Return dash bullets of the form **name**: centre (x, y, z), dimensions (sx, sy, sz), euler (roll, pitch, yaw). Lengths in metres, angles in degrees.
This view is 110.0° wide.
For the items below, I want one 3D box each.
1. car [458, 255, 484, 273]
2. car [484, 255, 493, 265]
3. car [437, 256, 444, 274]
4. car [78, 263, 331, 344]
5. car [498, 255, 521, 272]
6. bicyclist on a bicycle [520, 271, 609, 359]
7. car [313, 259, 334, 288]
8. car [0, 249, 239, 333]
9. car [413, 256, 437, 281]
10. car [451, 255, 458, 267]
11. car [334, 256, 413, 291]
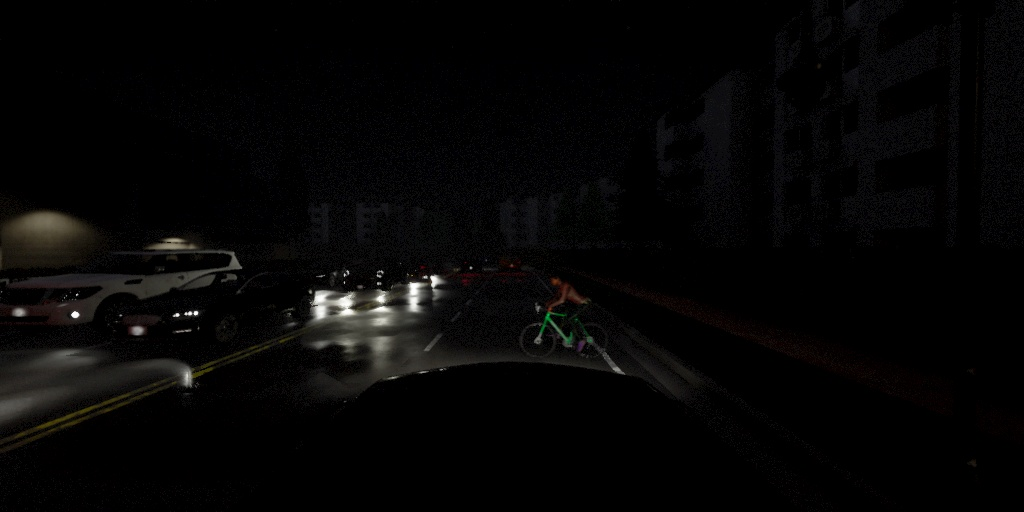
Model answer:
- **car**: centre (-3.686, 0.716, 32.925), dimensions (1.837, 1.490, 4.892), euler (0, 1, -5)
- **car**: centre (-4.121, 0.504, 48.589), dimensions (1.994, 1.385, 4.181), euler (0, 1, -22)
- **car**: centre (-7.070, 0.732, 31.040), dimensions (2.128, 1.511, 4.902), euler (0, 1, -3)
- **car**: centre (-7.058, 1.108, 9.214), dimensions (2.128, 1.511, 4.902), euler (0, 1, 0)
- **car**: centre (-0.291, 0.662, 34.576), dimensions (1.882, 1.535, 5.008), euler (0, 1, -6)
- **bicyclist on a bicycle**: centre (0.966, 1.101, 6.618), dimensions (1.656, 1.620, 0.582), euler (0, 1, 0)
- **car**: centre (-10.487, 0.923, 20.595), dimensions (1.837, 1.490, 4.892), euler (0, 1, 0)
- **car**: centre (-10.544, 0.814, 10.444), dimensions (2.150, 2.045, 5.566), euler (0, 1, 1)
- **car**: centre (-6.825, 0.861, 24.632), dimensions (1.837, 1.490, 4.892), euler (0, 1, 0)
- **car**: centre (-6.274, 0.550, 44.951), dimensions (2.033, 1.411, 5.357), euler (0, 1, -20)
- **car**: centre (-6.999, 0.804, 18.784), dimensions (2.097, 1.767, 4.553), euler (0, 1, 0)
